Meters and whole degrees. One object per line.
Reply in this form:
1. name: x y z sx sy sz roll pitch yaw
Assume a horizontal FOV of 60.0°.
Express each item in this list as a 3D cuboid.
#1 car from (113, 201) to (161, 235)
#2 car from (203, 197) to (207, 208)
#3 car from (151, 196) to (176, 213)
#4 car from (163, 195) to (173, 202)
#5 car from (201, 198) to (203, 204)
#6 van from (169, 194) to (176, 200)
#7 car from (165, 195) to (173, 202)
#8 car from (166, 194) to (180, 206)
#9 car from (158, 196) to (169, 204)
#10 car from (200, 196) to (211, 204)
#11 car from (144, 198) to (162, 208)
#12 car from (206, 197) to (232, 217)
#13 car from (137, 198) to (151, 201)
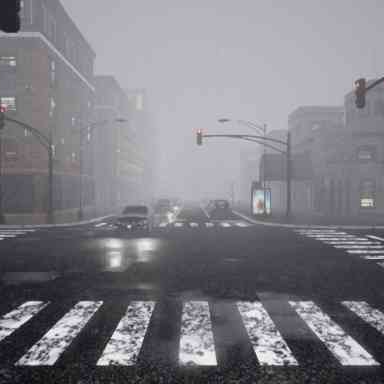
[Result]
1. car: -3.086 1.472 18.782 1.837 1.490 4.892 0 0 0
2. car: 2.714 1.597 43.209 1.802 1.307 4.206 0 0 0
3. car: -3.075 1.515 36.952 1.837 1.490 4.892 0 0 0
4. car: -5.646 1.497 77.382 1.967 1.590 4.097 0 0 0
5. car: 2.717 1.571 48.906 2.008 1.369 4.403 0 0 0
6. van: -5.634 1.430 94.472 1.690 1.788 3.998 -1 0 0
7. car: -5.640 1.592 82.908 1.752 1.417 4.829 -1 0 0
8. car: -3.046 1.514 53.585 2.128 1.511 4.902 0 0 0
9. car: -5.652 1.565 65.819 1.752 1.417 4.829 0 0 0
10. car: 2.729 1.591 65.996 2.008 1.369 4.403 -1 0 0
11. car: -5.663 1.571 48.899 2.008 1.369 4.403 0 0 0
12. car: 2.705 1.446 31.815 1.967 1.590 4.097 0 0 0
13. car: -5.671 1.561 37.506 2.008 1.369 4.403 0 0 0
